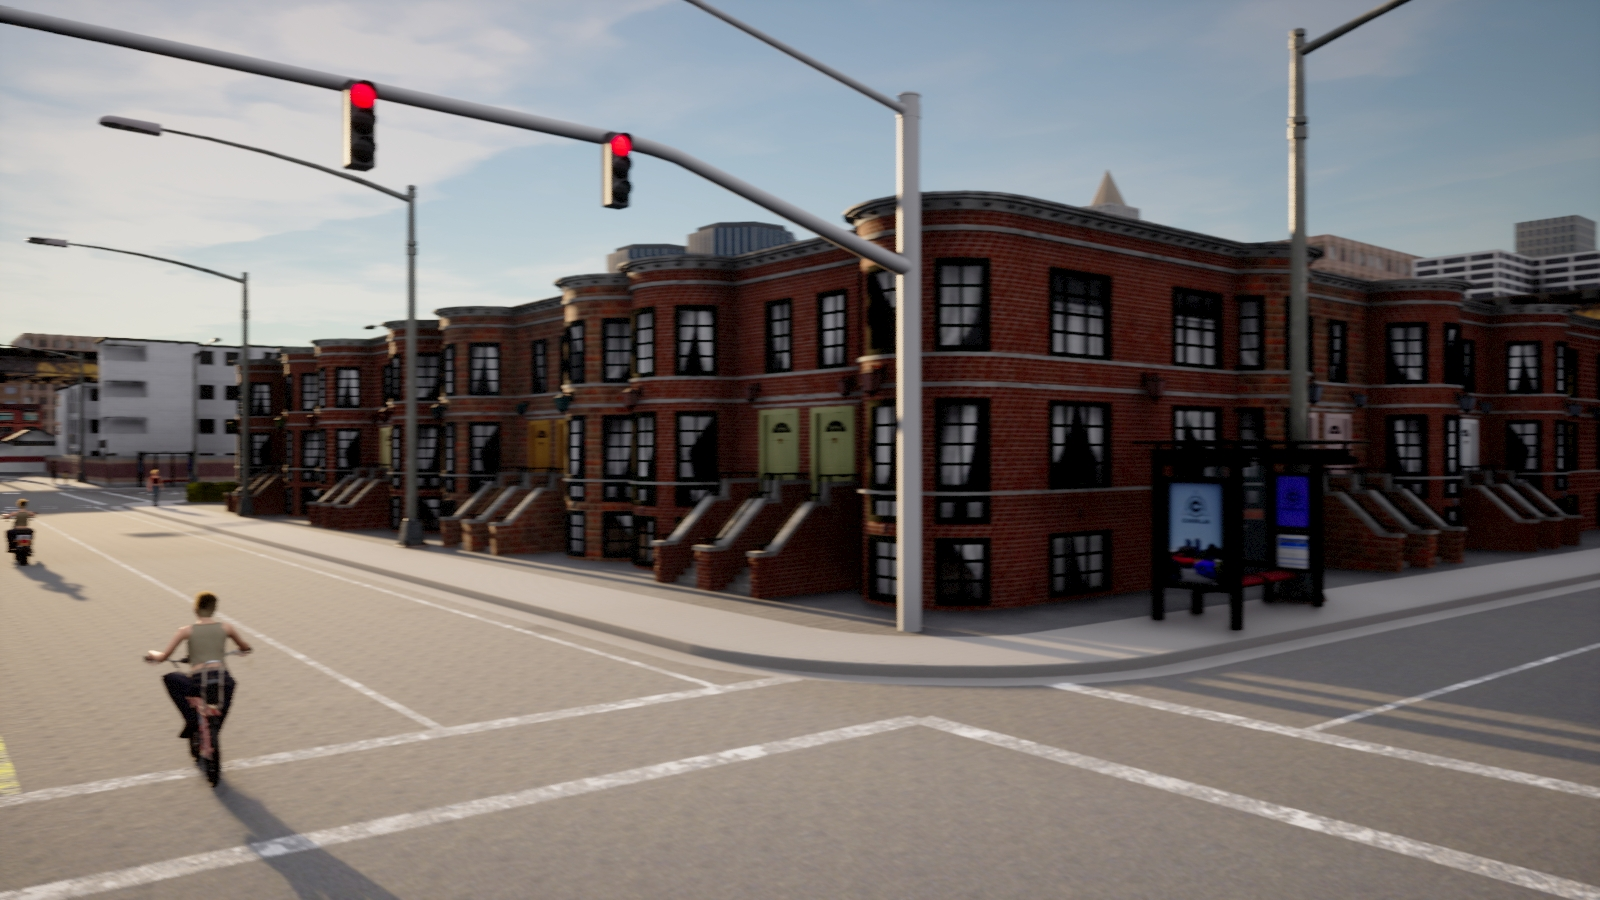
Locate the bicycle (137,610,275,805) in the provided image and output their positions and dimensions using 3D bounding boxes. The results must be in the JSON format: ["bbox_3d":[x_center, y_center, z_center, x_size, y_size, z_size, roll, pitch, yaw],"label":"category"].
[{"bbox_3d":[-5.170,2.160,9.900,0.859,1.301,1.487,0,0,-35],"label":"bicycle"}]

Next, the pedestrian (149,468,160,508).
[{"bbox_3d":[-30.533,1.781,54.061,0.375,1.860,0.375,0,0,-39],"label":"pedestrian"}]

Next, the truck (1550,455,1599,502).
[{"bbox_3d":[43.652,1.523,61.198,2.627,2.467,5.204,0,0,-38],"label":"truck"}]
